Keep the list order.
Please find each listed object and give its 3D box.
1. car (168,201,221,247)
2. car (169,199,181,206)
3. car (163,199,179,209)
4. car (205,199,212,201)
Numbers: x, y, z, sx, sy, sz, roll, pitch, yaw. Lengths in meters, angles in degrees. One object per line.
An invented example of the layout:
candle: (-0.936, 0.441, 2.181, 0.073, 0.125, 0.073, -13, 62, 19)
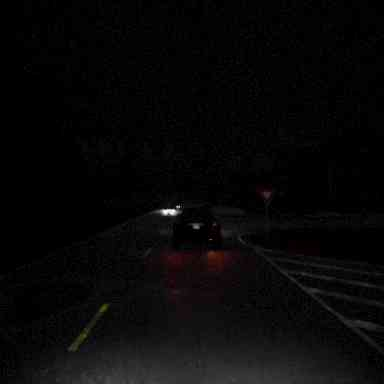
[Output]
car: (0.286, 1.510, 16.036, 2.097, 1.767, 4.553, 0, -1, 3)
car: (-3.495, 2.215, 69.119, 2.033, 1.411, 5.357, 0, -1, 0)
car: (-3.561, 2.015, 53.549, 2.128, 1.511, 4.902, 0, -1, 0)
car: (2.976, 2.049, 60.878, 1.816, 1.474, 4.193, -6, 0, -2)
